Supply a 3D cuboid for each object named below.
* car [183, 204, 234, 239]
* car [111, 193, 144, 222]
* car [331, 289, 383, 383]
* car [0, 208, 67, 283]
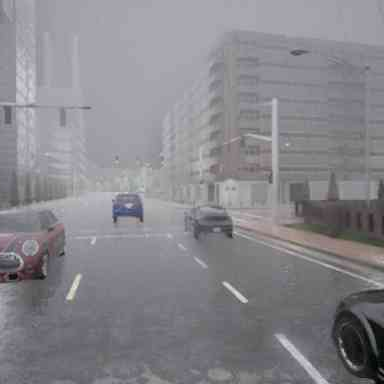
[{"bbox_3d":[0.742,1.397,16.875,1.837,1.490,4.892,-1,0,-8],"label":"car"},{"bbox_3d":[-4.976,1.130,25.620,2.150,2.045,5.566,0,0,-13],"label":"car"},{"bbox_3d":[3.023,1.527,2.888,1.994,1.385,4.181,0,0,-6],"label":"car"},{"bbox_3d":[-5.008,1.323,9.594,2.097,1.767,4.553,0,0,-12],"label":"car"}]
